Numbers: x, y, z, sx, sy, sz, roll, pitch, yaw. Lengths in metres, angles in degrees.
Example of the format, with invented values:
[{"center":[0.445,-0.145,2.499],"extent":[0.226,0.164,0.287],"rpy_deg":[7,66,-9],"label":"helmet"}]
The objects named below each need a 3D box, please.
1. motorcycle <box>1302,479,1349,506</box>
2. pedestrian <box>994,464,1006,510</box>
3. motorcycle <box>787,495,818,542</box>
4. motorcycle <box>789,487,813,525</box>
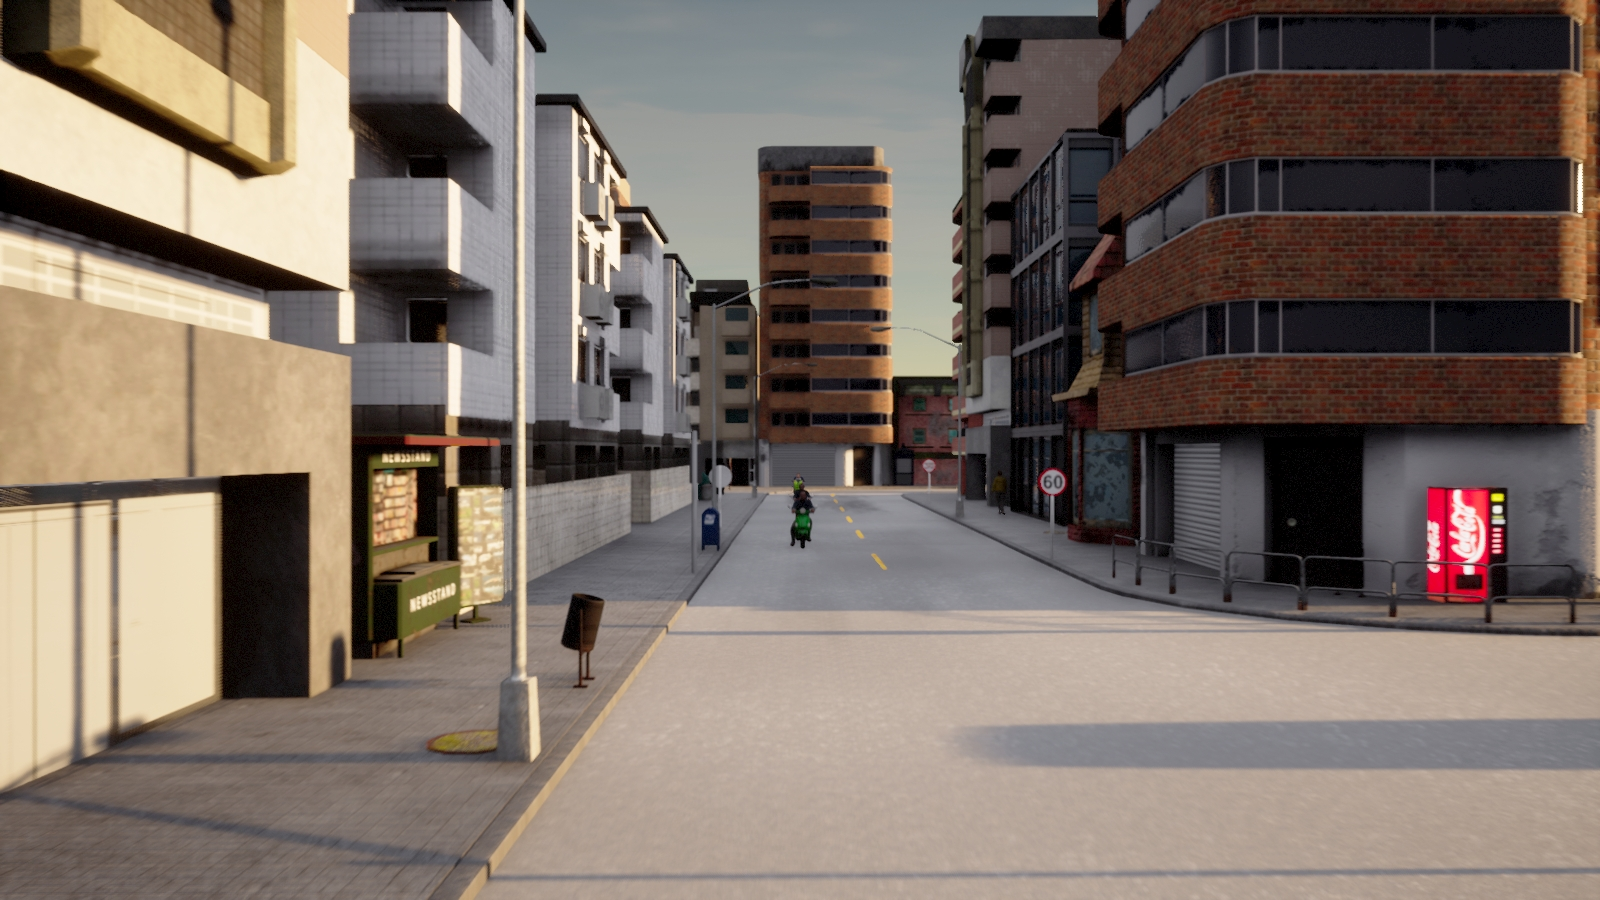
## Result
[{"center":[24.402,1.962,53.105],"extent":[1.805,1.236,0.856],"rpy_deg":[0,0,2],"label":"motorcycle"},{"center":[8.267,1.523,47.216],"extent":[0.375,1.860,0.375],"rpy_deg":[0,0,-7],"label":"pedestrian"},{"center":[0.069,1.962,33.046],"extent":[0.856,1.236,1.805],"rpy_deg":[0,0,0],"label":"motorcycle"},{"center":[0.046,1.962,40.433],"extent":[0.856,1.236,1.805],"rpy_deg":[0,0,0],"label":"motorcycle"}]
